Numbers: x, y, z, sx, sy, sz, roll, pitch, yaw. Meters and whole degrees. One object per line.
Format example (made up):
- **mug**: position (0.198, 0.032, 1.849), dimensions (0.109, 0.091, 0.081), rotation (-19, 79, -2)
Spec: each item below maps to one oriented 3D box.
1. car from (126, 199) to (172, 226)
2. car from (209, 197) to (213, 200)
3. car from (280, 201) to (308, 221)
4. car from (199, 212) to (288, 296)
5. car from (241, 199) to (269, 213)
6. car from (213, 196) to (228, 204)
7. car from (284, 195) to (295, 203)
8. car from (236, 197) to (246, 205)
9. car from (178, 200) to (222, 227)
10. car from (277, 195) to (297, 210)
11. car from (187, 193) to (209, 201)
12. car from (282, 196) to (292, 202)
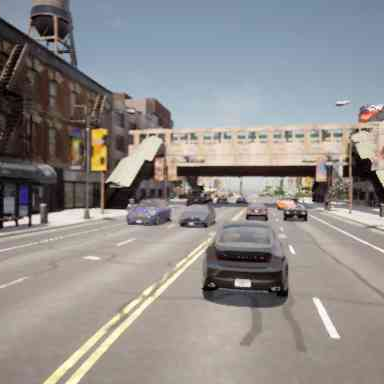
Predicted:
- **car**: position (-2.912, 1.302, 23.343), dimensions (2.097, 1.767, 4.553), rotation (1, 0, 12)
- **car**: position (2.193, 1.586, 61.342), dimensions (1.895, 1.301, 4.718), rotation (1, 0, 12)
- **car**: position (8.779, 1.692, 28.456), dimensions (1.895, 1.301, 4.718), rotation (1, 0, 16)
- **car**: position (1.438, 1.517, 8.819), dimensions (1.837, 1.490, 4.892), rotation (0, 0, 11)
- **car**: position (5.701, 1.600, 29.166), dimensions (2.033, 1.411, 5.357), rotation (1, 0, 12)
- **car**: position (5.729, 1.529, 62.757), dimensions (2.128, 1.511, 4.902), rotation (1, 0, 13)
- **car**: position (23.220, 1.593, 79.320), dimensions (2.185, 1.767, 4.553), rotation (1, 0, 12)
- **car**: position (9.379, 1.626, 62.943), dimensions (2.033, 1.411, 5.357), rotation (1, 0, 13)
- **car**: position (0.525, 1.540, 22.701), dimensions (2.033, 1.411, 5.357), rotation (1, 0, 12)
- **car**: position (12.683, 1.481, 45.276), dimensions (2.097, 1.767, 4.553), rotation (1, 0, 13)
- **car**: position (0.684, 1.205, 54.103), dimensions (2.435, 2.045, 5.566), rotation (1, 0, 12)
- **car**: position (24.436, 1.730, 85.631), dimensions (2.097, 1.535, 5.008), rotation (1, 0, 12)
